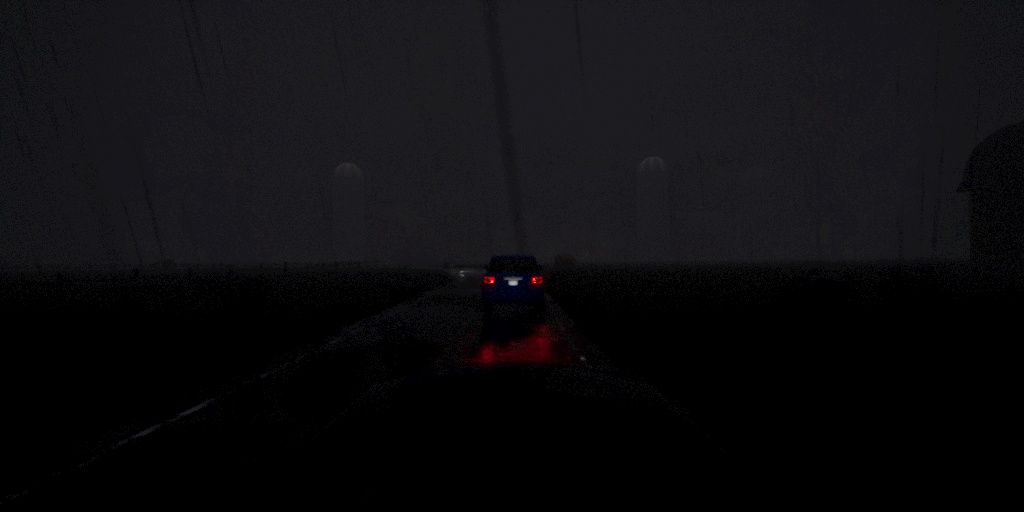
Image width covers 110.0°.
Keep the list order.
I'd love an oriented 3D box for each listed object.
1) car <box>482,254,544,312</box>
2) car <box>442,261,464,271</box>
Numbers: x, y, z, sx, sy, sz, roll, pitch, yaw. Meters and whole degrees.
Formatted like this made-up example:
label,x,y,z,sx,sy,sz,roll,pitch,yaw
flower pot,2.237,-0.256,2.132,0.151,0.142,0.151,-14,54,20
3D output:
label,x,y,z,sx,sy,sz,roll,pitch,yaw
car,0.064,0.953,14.323,2.150,2.045,5.566,0,0,0
car,-8.317,1.334,50.455,1.895,1.301,4.718,0,0,-27
